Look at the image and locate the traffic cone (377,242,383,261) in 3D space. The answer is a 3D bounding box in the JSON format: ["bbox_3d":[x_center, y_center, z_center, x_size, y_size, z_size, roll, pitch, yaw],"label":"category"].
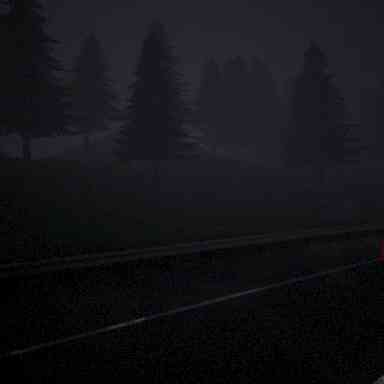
[{"bbox_3d":[6.499,1.999,11.248,0.340,0.580,0.340,0,0,-37],"label":"traffic cone"}]
